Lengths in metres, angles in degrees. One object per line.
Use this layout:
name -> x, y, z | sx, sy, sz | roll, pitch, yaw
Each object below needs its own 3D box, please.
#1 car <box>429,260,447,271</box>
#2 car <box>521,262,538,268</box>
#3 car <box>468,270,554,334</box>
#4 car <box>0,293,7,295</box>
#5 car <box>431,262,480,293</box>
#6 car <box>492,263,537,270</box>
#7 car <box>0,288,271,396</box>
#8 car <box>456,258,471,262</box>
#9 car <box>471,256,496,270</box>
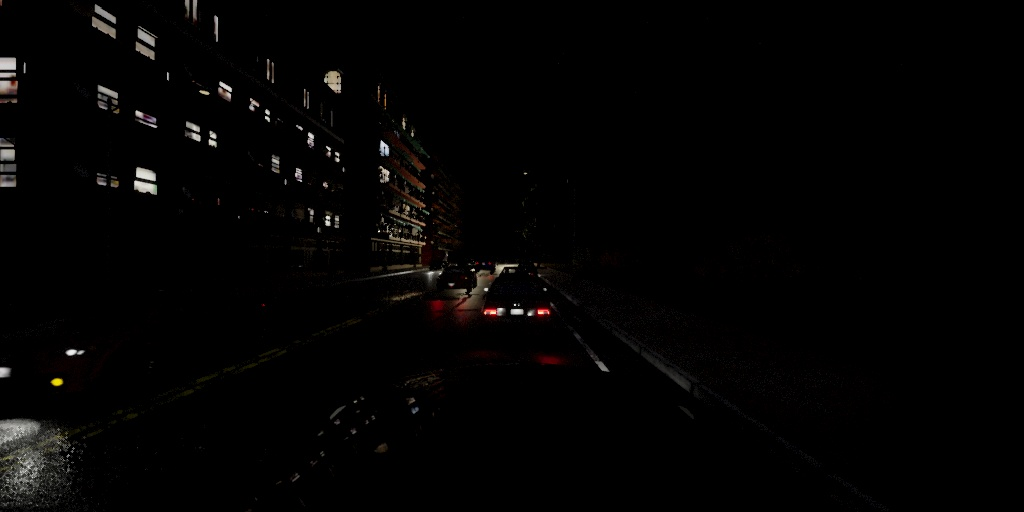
car -> -9.806, 1.258, 48.220 | 1.837, 1.490, 4.892 | 0, 0, 0
car -> 1.164, 1.259, 30.682 | 1.837, 1.490, 4.892 | 0, 0, 0
car -> 0.110, 1.299, 10.554 | 2.033, 1.411, 5.357 | 0, 0, 0
car -> -9.847, 1.242, 5.122 | 2.128, 1.511, 4.902 | 0, 0, 0
car -> -3.133, 1.279, 20.864 | 1.812, 1.442, 4.674 | 0, 0, 0
car -> 0.116, 1.301, 20.915 | 2.033, 1.411, 5.357 | 0, 0, 0
car -> -6.597, 1.315, 6.611 | 1.994, 1.385, 4.181 | 0, 0, 0
car -> -6.553, 1.105, 49.723 | 2.097, 1.767, 4.553 | 0, 0, 0
car -> -3.113, 0.974, 41.869 | 2.150, 2.045, 5.566 | 0, 0, 0
